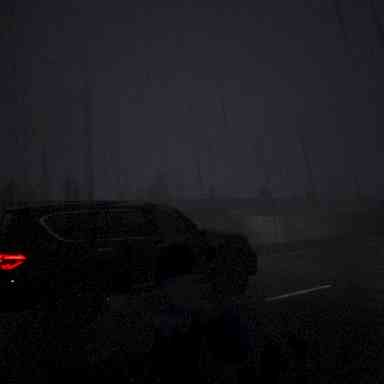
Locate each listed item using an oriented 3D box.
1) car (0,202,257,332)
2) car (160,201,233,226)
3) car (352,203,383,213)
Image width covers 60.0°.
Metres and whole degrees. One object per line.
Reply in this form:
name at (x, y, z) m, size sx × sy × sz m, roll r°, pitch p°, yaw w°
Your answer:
car at (-1.172, 1.222, 7.057) m, size 5.566 × 2.045 × 2.150 m, roll 0°, pitch 0°, yaw -33°
car at (0.351, 1.483, 24.248) m, size 5.008 × 1.535 × 1.882 m, roll 0°, pitch 0°, yaw -27°
car at (14.959, 1.574, 26.811) m, size 4.181 × 1.385 × 1.994 m, roll 0°, pitch 0°, yaw -19°
